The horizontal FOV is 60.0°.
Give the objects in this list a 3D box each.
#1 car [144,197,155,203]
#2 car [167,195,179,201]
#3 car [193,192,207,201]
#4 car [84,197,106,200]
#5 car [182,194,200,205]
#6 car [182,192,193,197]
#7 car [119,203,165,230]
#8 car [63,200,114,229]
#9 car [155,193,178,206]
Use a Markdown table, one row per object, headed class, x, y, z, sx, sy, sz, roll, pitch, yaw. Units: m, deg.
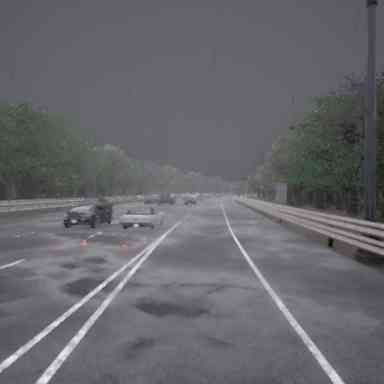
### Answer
| class | x | y | z | sx | sy | sz | roll | pitch | yaw |
| --- | --- | --- | --- | --- | --- | --- | --- | --- | --- |
| car | -7.100 | 1.485 | 59.031 | 1.895 | 1.301 | 4.718 | 0 | 0 | 4 |
| car | -4.895 | 1.430 | 85.943 | 2.128 | 1.511 | 4.902 | 0 | 0 | 6 |
| car | 2.092 | 1.502 | 85.452 | 2.033 | 1.411 | 5.357 | 0 | 0 | 6 |
| car | -9.103 | 1.253 | 32.046 | 2.097 | 1.767 | 4.553 | 1 | 0 | 4 |
| car | -0.119 | 1.560 | 58.513 | 1.895 | 1.301 | 4.718 | 0 | 0 | 4 |
| car | -1.403 | 1.473 | 85.673 | 2.033 | 1.411 | 5.357 | 0 | 0 | 6 |
| car | -2.939 | 1.563 | 20.634 | 1.895 | 1.301 | 4.718 | 0 | 0 | 4 |
| car | -6.427 | 1.460 | 20.874 | 1.812 | 1.442 | 4.674 | 0 | 0 | 4 |
| car | -3.973 | 1.152 | 53.830 | 2.150 | 2.045 | 5.566 | 0 | 0 | 4 |
